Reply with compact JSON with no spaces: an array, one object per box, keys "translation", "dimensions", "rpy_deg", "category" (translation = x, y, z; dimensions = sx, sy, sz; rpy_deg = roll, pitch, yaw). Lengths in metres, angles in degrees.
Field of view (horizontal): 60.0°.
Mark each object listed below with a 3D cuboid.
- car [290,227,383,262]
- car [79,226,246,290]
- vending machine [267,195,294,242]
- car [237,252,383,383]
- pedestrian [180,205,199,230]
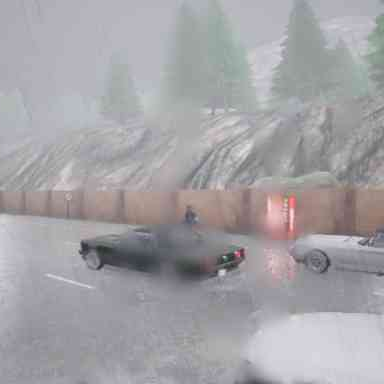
[{"translation":[5.167,1.601,8.929],"dimensions":[4.718,1.301,1.895],"rpy_deg":[0,0,36],"category":"car"},{"translation":[-1.037,1.601,9.137],"dimensions":[4.718,1.301,1.895],"rpy_deg":[0,0,38],"category":"car"},{"translation":[4.195,1.195,15.698],"dimensions":[0.880,2.100,1.100],"rpy_deg":[0,0,37],"category":"vending machine"},{"translation":[2.566,1.525,2.203],"dimensions":[4.674,1.442,1.812],"rpy_deg":[0,0,35],"category":"car"},{"translation":[-0.053,1.294,11.556],"dimensions":[0.375,1.860,0.375],"rpy_deg":[0,0,38],"category":"pedestrian"}]
